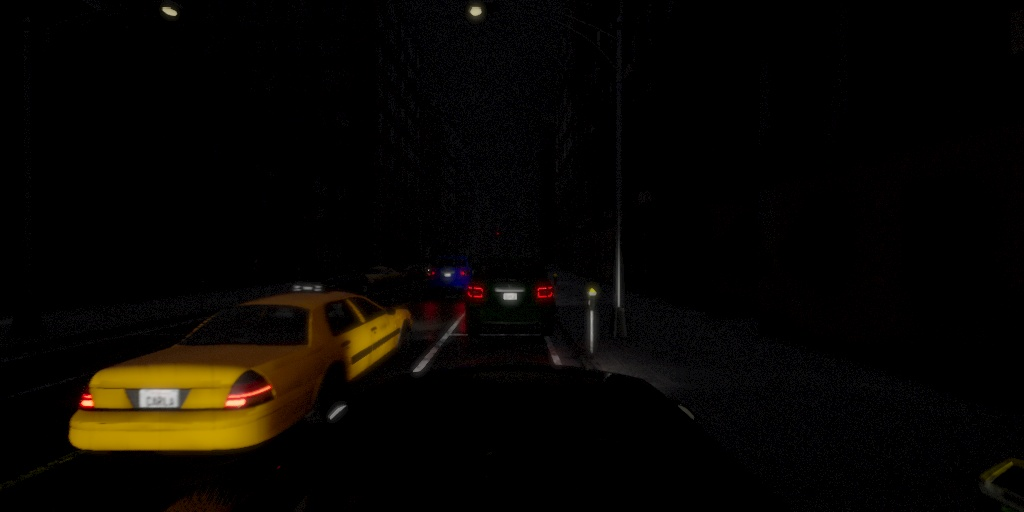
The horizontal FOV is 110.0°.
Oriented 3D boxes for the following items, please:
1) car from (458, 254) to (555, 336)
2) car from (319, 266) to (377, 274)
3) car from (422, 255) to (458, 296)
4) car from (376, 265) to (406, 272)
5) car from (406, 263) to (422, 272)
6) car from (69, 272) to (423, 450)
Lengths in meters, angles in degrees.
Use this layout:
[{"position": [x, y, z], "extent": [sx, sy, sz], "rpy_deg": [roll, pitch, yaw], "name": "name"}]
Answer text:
[{"position": [-0.039, 0.978, 10.530], "extent": [2.150, 2.045, 5.566], "rpy_deg": [0, 0, 0], "name": "car"}, {"position": [-8.408, 1.316, 17.218], "extent": [1.948, 1.339, 4.313], "rpy_deg": [0, 0, 0], "name": "car"}, {"position": [-2.988, 0.973, 19.508], "extent": [2.150, 2.045, 5.566], "rpy_deg": [0, 0, 1], "name": "car"}, {"position": [-8.408, 1.275, 22.461], "extent": [1.751, 1.417, 4.829], "rpy_deg": [0, 0, 0], "name": "car"}, {"position": [-8.408, 1.331, 28.044], "extent": [1.802, 1.307, 4.207], "rpy_deg": [0, 0, 0], "name": "car"}, {"position": [-3.019, 1.205, 5.631], "extent": [1.801, 1.575, 5.366], "rpy_deg": [0, 0, 0], "name": "car"}]
